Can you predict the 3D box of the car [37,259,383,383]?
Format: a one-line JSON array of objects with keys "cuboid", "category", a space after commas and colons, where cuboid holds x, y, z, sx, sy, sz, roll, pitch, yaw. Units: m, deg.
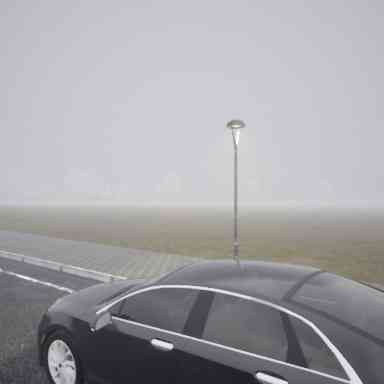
[{"cuboid": [0.291, 1.505, 3.503, 4.892, 1.490, 1.837, 0, 0, 36], "category": "car"}]
